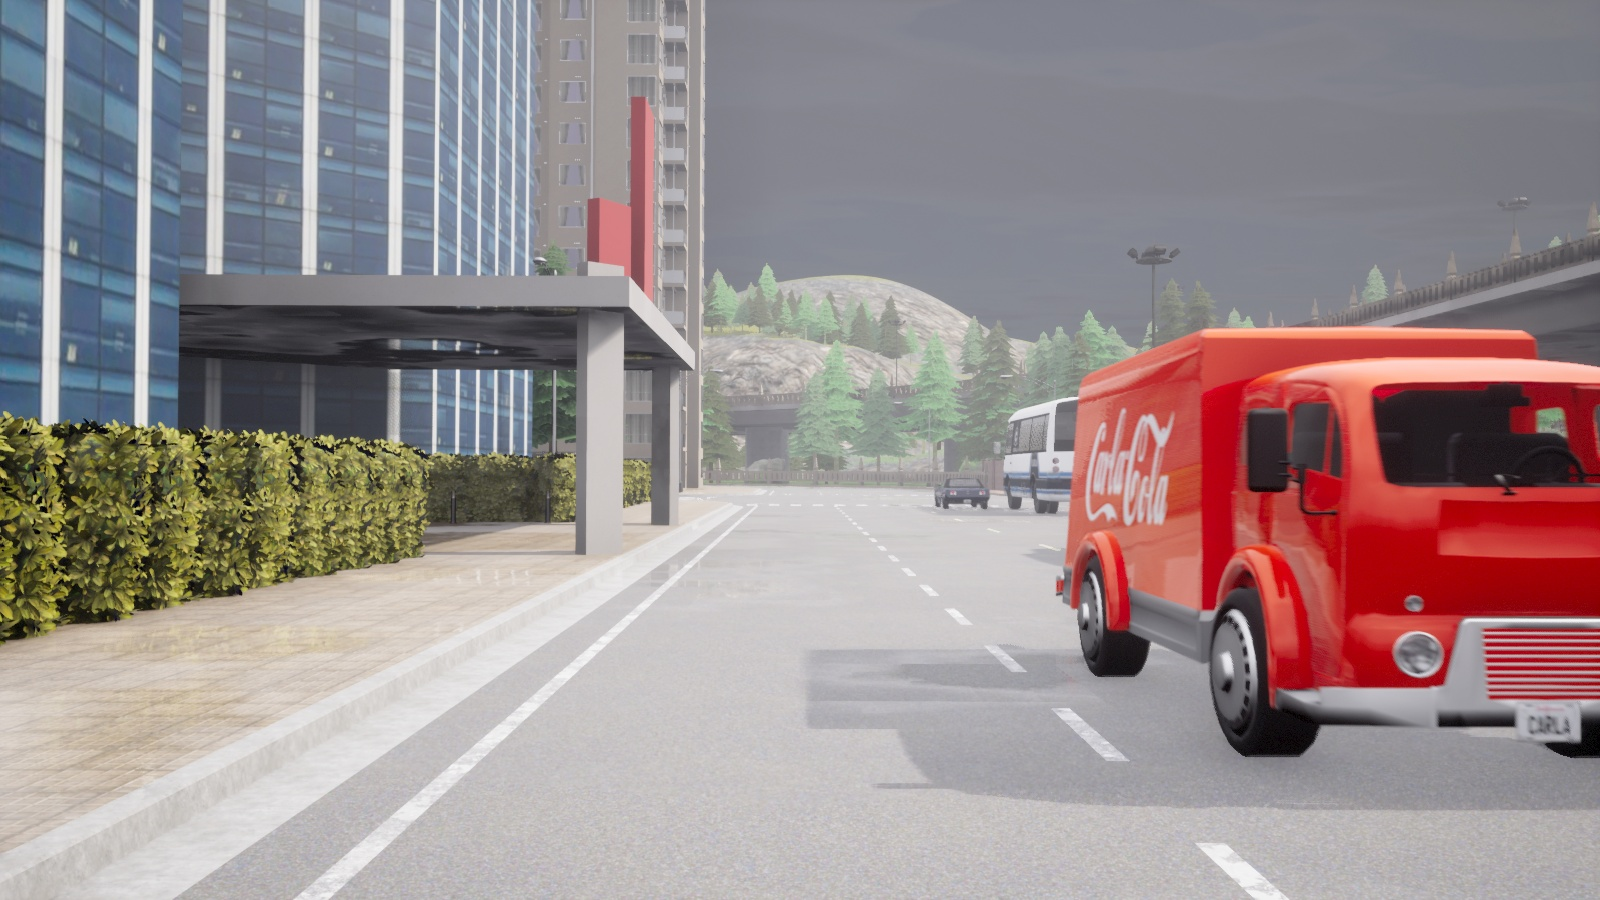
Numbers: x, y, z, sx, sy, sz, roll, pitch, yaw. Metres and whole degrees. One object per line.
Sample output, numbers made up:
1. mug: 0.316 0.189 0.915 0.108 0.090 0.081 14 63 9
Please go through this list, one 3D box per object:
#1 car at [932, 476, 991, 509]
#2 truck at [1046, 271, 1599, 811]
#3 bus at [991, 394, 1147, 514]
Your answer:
1. car: 6.857 1.787 53.678 1.895 1.301 4.718 0 -1 0
2. truck: 3.476 0.454 8.368 2.627 2.467 5.204 0 -1 0
3. bus: 10.362 0.232 49.859 3.944 4.253 10.273 0 -1 0
